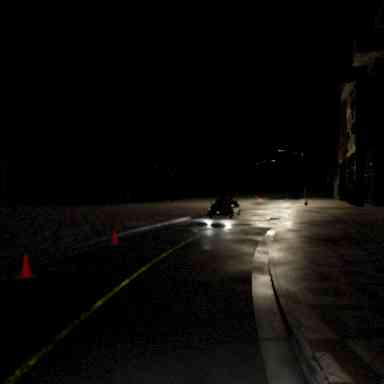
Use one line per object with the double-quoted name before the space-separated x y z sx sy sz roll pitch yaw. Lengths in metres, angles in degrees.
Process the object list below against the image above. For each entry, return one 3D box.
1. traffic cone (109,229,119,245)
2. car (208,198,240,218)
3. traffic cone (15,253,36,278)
"traffic cone" -3.192 1.829 13.636 0.340 0.580 0.340 0 1 14
"car" 2.777 1.295 27.684 1.837 1.490 4.892 0 1 19
"traffic cone" -4.259 1.869 8.516 0.340 0.580 0.340 0 1 9
